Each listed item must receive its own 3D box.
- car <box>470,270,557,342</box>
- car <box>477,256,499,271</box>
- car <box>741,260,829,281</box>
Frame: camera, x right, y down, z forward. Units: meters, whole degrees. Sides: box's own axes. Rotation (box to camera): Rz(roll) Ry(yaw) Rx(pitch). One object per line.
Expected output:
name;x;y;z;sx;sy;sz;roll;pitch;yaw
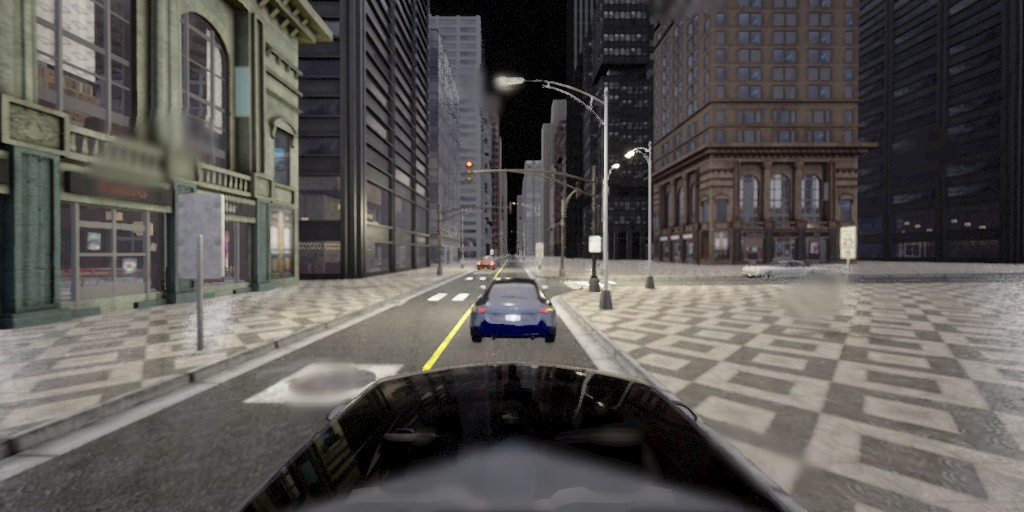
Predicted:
car;0.051;1.256;9.559;1.994;1.385;4.181;0;0;1
car;-3.022;0.800;43.049;2.097;1.767;4.553;0;0;0
car;18.267;0.951;24.225;4.718;1.301;1.895;-1;0;0
